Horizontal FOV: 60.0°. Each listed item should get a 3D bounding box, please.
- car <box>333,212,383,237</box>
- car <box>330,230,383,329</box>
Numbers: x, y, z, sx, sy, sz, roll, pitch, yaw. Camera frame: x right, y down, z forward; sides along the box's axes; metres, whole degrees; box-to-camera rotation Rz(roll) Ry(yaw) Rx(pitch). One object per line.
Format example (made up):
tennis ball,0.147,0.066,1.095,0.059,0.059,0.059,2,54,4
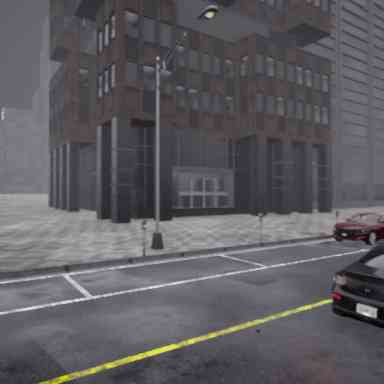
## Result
car,8.582,1.643,15.888,4.507,1.381,1.887,0,0,-33
car,4.467,1.562,6.131,4.674,1.442,1.812,0,0,-34
